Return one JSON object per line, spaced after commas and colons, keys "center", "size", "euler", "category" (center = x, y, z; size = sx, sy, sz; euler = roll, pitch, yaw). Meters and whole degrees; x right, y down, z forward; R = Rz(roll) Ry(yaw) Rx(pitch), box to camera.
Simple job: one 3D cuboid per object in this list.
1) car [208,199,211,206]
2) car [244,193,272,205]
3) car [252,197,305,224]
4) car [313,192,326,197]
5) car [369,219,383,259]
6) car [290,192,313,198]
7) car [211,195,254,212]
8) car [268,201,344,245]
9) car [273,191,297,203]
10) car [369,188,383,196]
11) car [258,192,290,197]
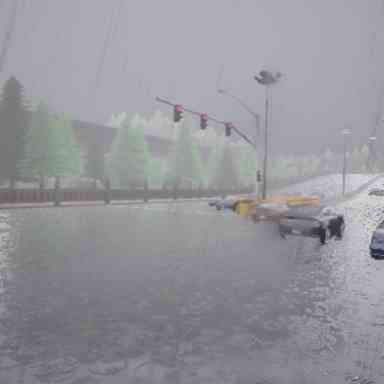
{"center": [3.693, 0.971, 36.897], "size": [1.895, 1.301, 4.718], "euler": [2, 1, 35], "category": "car"}
{"center": [8.801, 0.923, 44.080], "size": [1.994, 1.385, 4.181], "euler": [2, 1, 36], "category": "car"}
{"center": [5.332, 1.248, 20.694], "size": [1.812, 1.442, 4.674], "euler": [2, 1, 35], "category": "car"}
{"center": [20.679, 0.705, 54.826], "size": [2.033, 1.411, 5.357], "euler": [2, 4, 35], "category": "car"}
{"center": [7.436, 1.498, 11.550], "size": [2.033, 1.411, 5.357], "euler": [2, 1, 35], "category": "car"}
{"center": [14.674, 0.803, 46.288], "size": [2.097, 1.767, 4.553], "euler": [2, 2, 35], "category": "car"}
{"center": [4.031, 1.014, 31.227], "size": [1.812, 1.442, 4.674], "euler": [2, 1, 34], "category": "car"}
{"center": [5.430, 1.330, 14.771], "size": [2.128, 1.511, 4.902], "euler": [2, 1, 35], "category": "car"}
{"center": [14.778, 0.741, 52.496], "size": [2.128, 1.511, 4.902], "euler": [2, 3, 35], "category": "car"}
{"center": [34.276, -0.058, 62.015], "size": [1.895, 1.301, 4.718], "euler": [2, 8, 35], "category": "car"}
{"center": [9.386, 0.951, 38.871], "size": [1.882, 1.535, 5.008], "euler": [2, 1, 36], "category": "car"}
